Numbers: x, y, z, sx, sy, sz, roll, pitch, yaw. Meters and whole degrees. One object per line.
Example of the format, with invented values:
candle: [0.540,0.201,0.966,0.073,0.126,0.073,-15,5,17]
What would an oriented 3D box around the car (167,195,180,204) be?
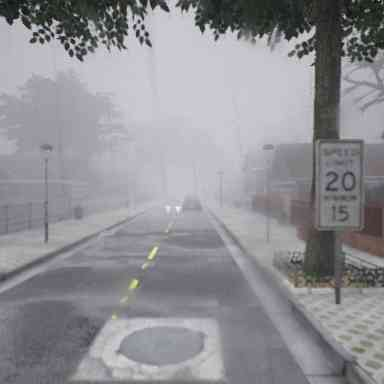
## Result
car: [-2.775,1.081,51.125,1.895,1.301,4.718,0,0,0]

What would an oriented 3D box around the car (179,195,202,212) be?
car: [-0.013,1.336,34.663,1.994,1.385,4.181,0,0,0]
